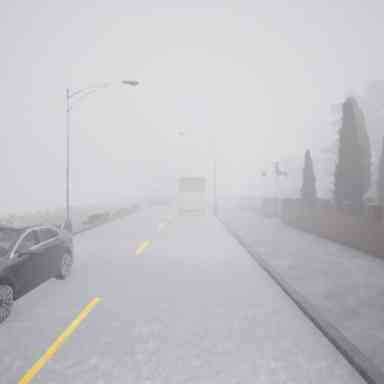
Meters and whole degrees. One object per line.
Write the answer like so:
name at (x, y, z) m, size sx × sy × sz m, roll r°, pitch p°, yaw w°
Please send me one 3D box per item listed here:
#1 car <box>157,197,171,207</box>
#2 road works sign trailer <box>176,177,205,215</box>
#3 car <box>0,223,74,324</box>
car at (-4.063, 1.414, 49.334) m, size 2.033 × 1.411 × 5.357 m, roll 0°, pitch 0°, yaw 0°
road works sign trailer at (0.008, 0.379, 31.590) m, size 2.380 × 3.560 × 2.880 m, roll 0°, pitch 0°, yaw 0°
car at (-4.098, 1.472, 7.106) m, size 2.128 × 1.511 × 4.902 m, roll 0°, pitch 0°, yaw 0°
